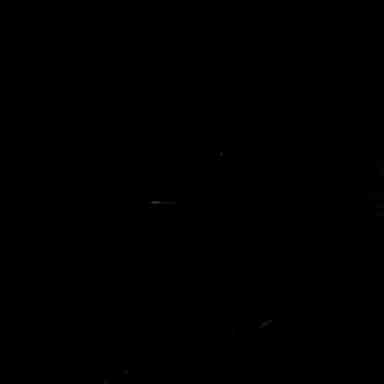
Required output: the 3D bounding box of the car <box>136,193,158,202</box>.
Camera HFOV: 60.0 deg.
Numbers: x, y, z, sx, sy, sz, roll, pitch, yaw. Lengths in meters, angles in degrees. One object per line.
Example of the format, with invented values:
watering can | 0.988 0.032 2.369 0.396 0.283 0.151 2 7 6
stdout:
car | -7.278 0.846 53.155 1.895 1.301 4.718 -1 1 -35
